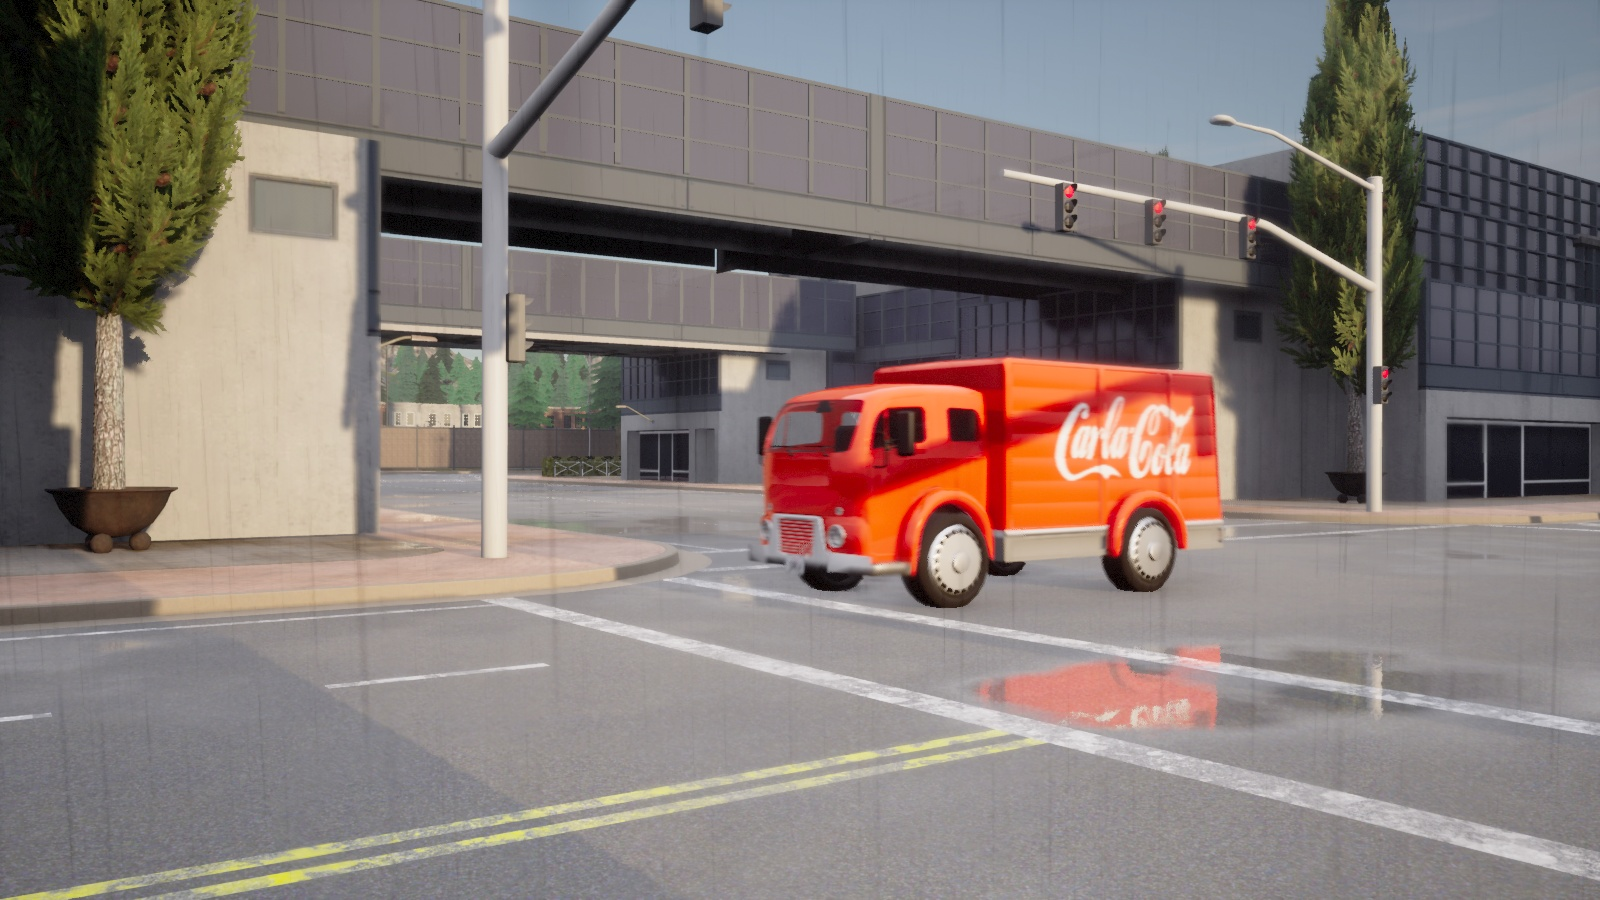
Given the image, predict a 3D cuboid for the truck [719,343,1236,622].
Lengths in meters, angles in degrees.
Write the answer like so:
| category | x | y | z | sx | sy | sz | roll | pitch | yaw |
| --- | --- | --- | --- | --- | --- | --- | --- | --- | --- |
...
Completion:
| category | x | y | z | sx | sy | sz | roll | pitch | yaw |
| --- | --- | --- | --- | --- | --- | --- | --- | --- | --- |
| truck | 2.030 | 0.287 | 13.703 | 5.204 | 2.467 | 2.627 | 0 | 0 | -36 |
